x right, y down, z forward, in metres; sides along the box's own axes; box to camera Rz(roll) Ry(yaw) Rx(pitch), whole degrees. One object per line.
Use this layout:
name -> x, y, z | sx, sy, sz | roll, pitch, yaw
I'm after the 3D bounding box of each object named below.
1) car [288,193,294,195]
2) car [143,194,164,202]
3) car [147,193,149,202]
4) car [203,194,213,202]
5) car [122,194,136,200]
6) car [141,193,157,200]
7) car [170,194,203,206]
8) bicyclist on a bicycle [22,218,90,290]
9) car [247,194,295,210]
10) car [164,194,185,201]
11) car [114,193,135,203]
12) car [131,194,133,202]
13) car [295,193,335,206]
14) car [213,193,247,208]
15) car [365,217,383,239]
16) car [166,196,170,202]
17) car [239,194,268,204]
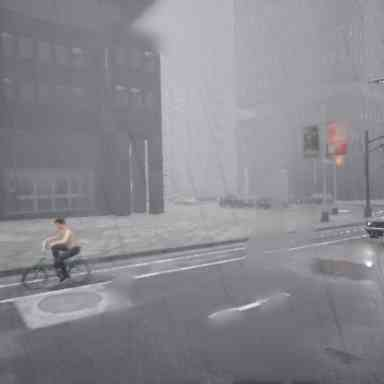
car -> 12.252, 0.885, 45.349 | 1.967, 1.590, 4.097 | -2, 1, -36
car -> -8.101, 1.135, 69.113 | 2.128, 1.511, 4.902 | -2, 1, -36
car -> -6.916, 1.280, 62.295 | 1.994, 1.385, 4.181 | -2, 1, -36
car -> 2.798, 1.050, 58.595 | 1.887, 1.381, 4.507 | -2, 1, -36
car -> -16.116, 1.186, 85.086 | 1.887, 1.381, 4.507 | -2, 1, -36
car -> -9.814, 1.033, 76.254 | 1.967, 1.590, 4.097 | -2, 1, -36
car -> -0.889, 1.269, 49.094 | 1.752, 1.417, 4.829 | -2, 1, -36
bicyclist on a bicycle -> -3.133, 1.407, 7.748 | 1.509, 1.612, 0.866 | -1, 1, -33
car -> 8.472, 1.252, 35.986 | 1.947, 1.339, 4.313 | -2, 1, -36
car -> -3.605, 1.074, 67.564 | 1.752, 1.417, 4.829 | -2, 1, -36
car -> -13.605, 1.146, 66.893 | 2.192, 1.841, 5.009 | -2, 1, -36
car -> -10.445, 1.390, 62.482 | 1.802, 1.307, 4.206 | -2, 1, -36
car -> 15.404, 0.866, 40.933 | 1.967, 1.590, 4.097 | -2, 1, -36
car -> 5.312, 1.020, 40.397 | 2.192, 1.841, 5.009 | -2, 1, -36
car -> 9.497, 1.340, 14.376 | 4.718, 1.301, 1.895 | -1, 1, -35
car -> -2.528, 1.113, 61.364 | 1.837, 1.490, 4.892 | -2, 1, -34
car -> 9.104, 1.046, 49.766 | 1.802, 1.307, 4.206 | -2, 1, -36
